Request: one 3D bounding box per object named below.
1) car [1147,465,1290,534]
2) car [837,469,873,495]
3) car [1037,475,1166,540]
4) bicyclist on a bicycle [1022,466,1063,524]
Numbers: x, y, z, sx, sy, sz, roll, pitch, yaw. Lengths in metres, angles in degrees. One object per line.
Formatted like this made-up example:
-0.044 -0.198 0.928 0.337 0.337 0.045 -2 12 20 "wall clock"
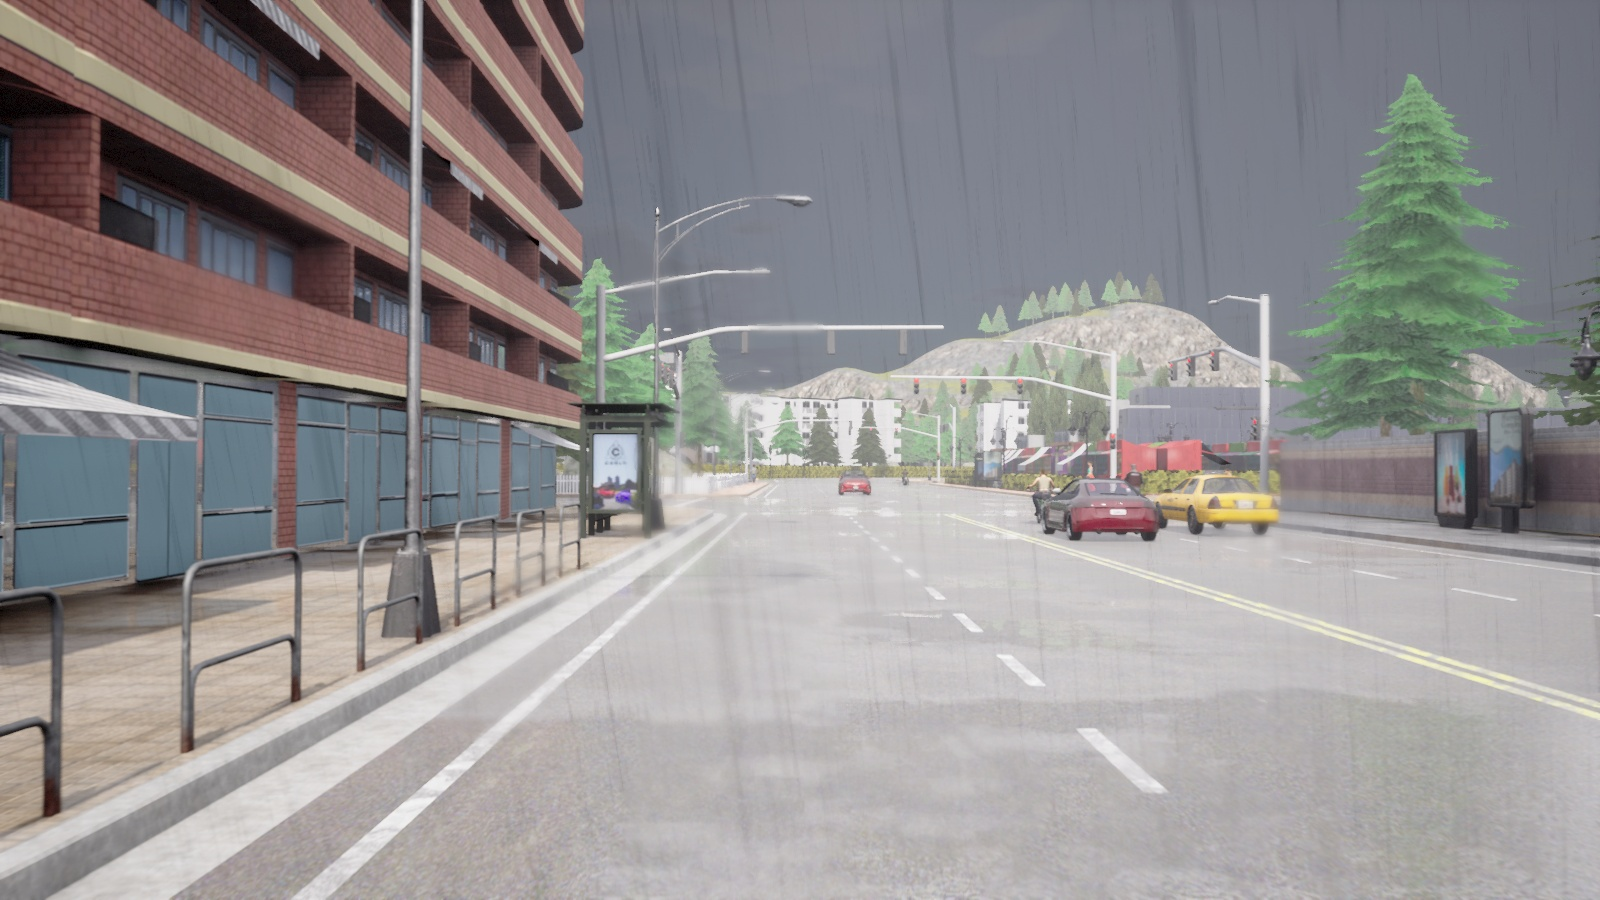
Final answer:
10.417 1.188 31.754 1.801 1.575 5.366 0 -1 0 "car"
3.304 1.894 76.202 2.007 1.525 4.514 0 -1 0 "car"
6.922 1.289 29.278 1.994 1.385 4.181 0 -1 0 "car"
6.903 1.260 35.802 0.866 1.612 1.509 0 -1 0 "bicyclist on a bicycle"
